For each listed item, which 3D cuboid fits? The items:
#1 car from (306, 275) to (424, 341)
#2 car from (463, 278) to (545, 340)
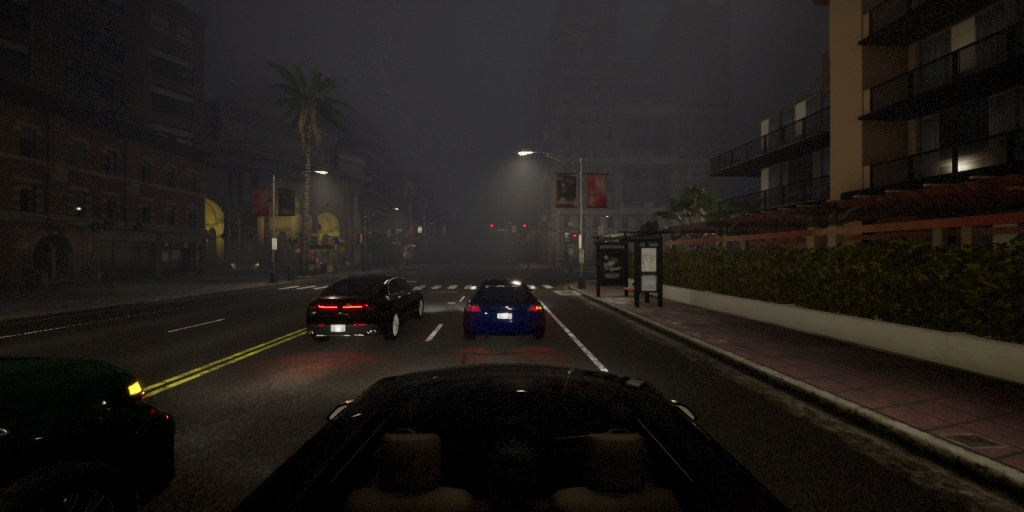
[{"bbox_3d":[-3.725,1.255,9.879,1.837,1.490,4.892,0,0,-3],"label":"car"},{"bbox_3d":[-0.236,1.314,10.035,1.994,1.385,4.181,0,0,-2],"label":"car"}]
